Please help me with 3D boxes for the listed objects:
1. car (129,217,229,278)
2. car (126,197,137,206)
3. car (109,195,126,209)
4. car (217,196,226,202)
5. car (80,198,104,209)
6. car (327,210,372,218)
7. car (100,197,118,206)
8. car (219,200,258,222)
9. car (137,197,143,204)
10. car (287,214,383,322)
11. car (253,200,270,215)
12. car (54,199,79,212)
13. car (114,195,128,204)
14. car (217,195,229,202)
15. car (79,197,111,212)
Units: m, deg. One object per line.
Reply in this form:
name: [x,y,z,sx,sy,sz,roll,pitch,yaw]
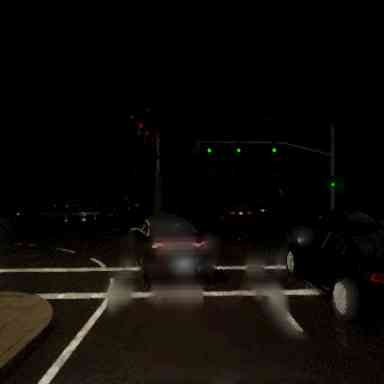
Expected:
car: [-0.814,1.518,10.313,2.128,1.511,4.902,0,0,-15]
car: [-11.515,1.673,59.061,1.812,1.442,4.674,0,0,0]
car: [-11.513,1.626,48.792,1.837,1.490,4.892,0,0,0]
car: [7.246,1.761,83.369,1.994,1.385,4.181,0,0,1]
car: [-15.013,1.672,50.231,2.033,1.411,5.357,0,0,0]
car: [7.096,1.565,15.517,1.812,1.442,4.674,0,0,0]
car: [-15.016,1.641,60.335,2.128,1.511,4.902,0,0,0]
car: [3.593,1.615,26.931,2.033,1.411,5.357,0,0,0]
car: [-11.508,1.697,69.468,2.128,1.511,4.902,0,0,0]
car: [3.598,1.497,7.391,1.882,1.535,5.008,0,0,0]
car: [7.091,1.594,35.702,1.837,1.490,4.892,0,0,0]
car: [-15.066,1.578,40.454,1.882,1.535,5.008,0,0,0]
car: [-14.999,1.524,70.502,2.097,1.767,4.553,0,0,0]
car: [7.026,1.538,73.290,2.097,1.767,4.553,0,0,1]
car: [-11.607,1.663,39.969,1.994,1.385,4.181,0,0,1]
